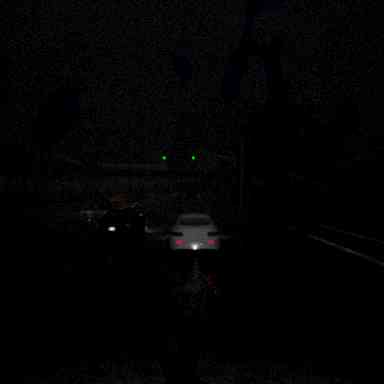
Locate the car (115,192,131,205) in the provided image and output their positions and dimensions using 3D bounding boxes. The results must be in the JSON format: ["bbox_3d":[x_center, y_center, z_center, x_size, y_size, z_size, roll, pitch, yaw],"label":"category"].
[{"bbox_3d":[-10.546,1.197,47.680,1.882,1.535,5.008,0,1,1],"label":"car"}]

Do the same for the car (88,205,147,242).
[{"bbox_3d":[-3.402,1.535,16.126,1.994,1.385,4.181,0,0,0],"label":"car"}]

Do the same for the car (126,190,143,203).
[{"bbox_3d":[-10.504,0.776,57.716,2.150,2.045,5.566,0,1,0],"label":"car"}]

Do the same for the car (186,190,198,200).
[{"bbox_3d":[-0.005,0.541,69.355,2.150,2.045,5.566,0,1,0],"label":"car"}]

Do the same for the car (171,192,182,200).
[{"bbox_3d":[-3.505,0.825,70.097,1.812,1.442,4.674,0,1,0],"label":"car"}]

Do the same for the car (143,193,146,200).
[{"bbox_3d":[-10.505,0.885,68.128,2.033,1.411,5.357,0,1,0],"label":"car"}]

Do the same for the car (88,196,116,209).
[{"bbox_3d":[-10.591,1.398,38.610,1.994,1.385,4.181,0,1,0],"label":"car"}]

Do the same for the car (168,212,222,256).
[{"bbox_3d":[0.099,1.502,12.887,1.812,1.442,4.674,0,0,0],"label":"car"}]

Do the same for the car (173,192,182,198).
[{"bbox_3d":[-3.506,0.633,80.398,1.994,1.385,4.181,0,1,0],"label":"car"}]
